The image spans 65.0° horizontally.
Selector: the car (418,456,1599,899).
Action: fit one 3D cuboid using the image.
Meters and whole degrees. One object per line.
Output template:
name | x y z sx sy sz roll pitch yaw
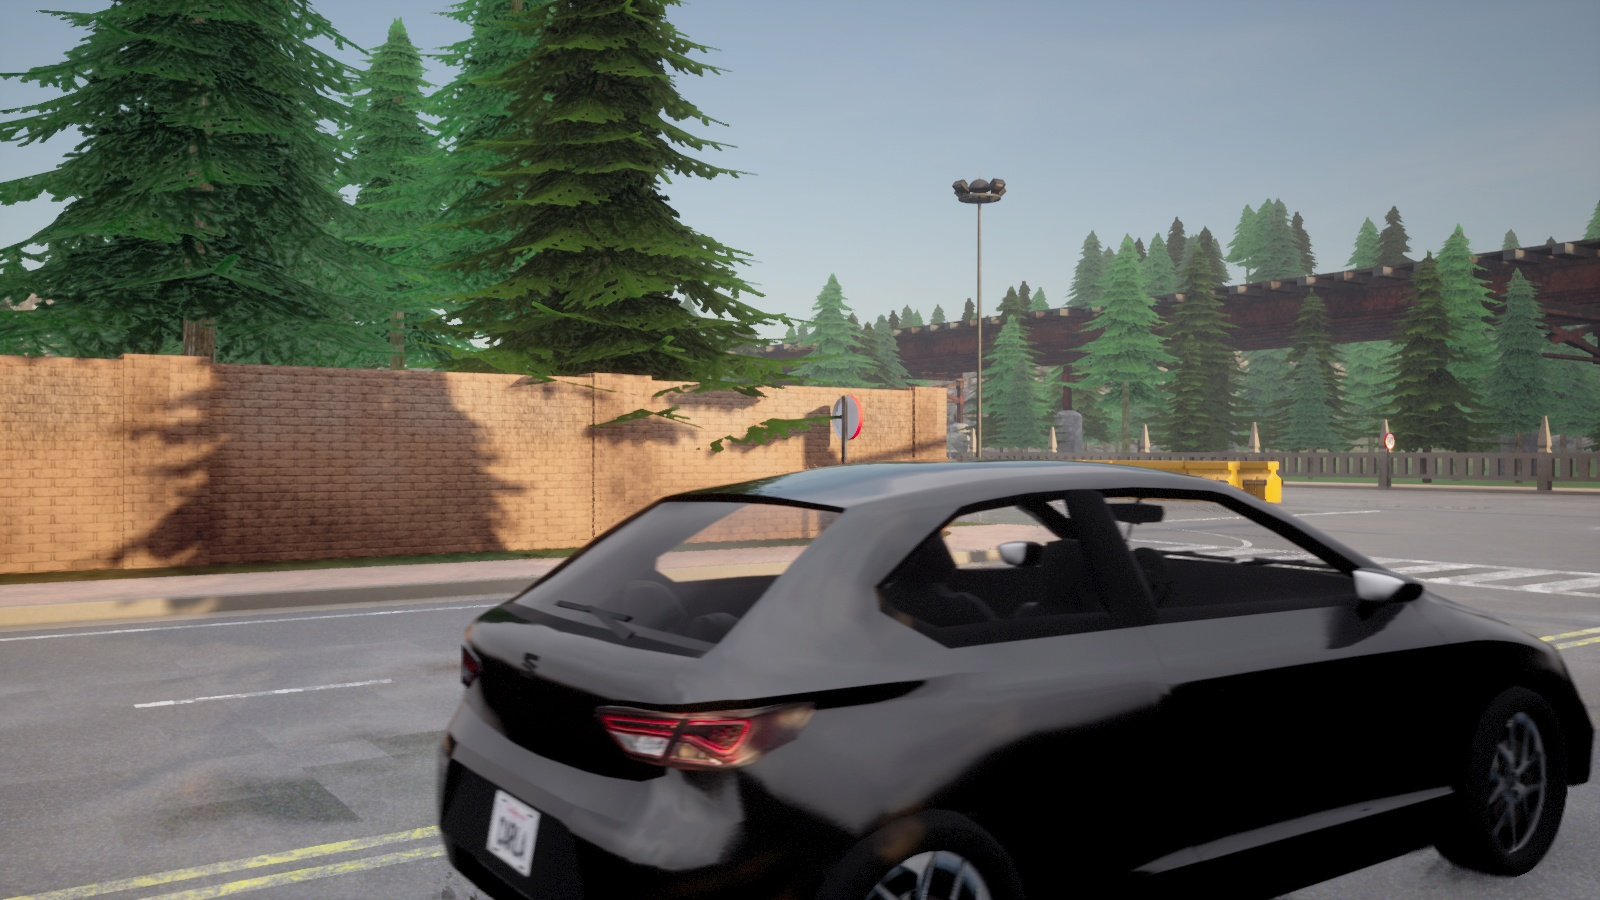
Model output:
car | 1.043 0.767 4.386 4.193 1.474 1.816 0 0 -35
